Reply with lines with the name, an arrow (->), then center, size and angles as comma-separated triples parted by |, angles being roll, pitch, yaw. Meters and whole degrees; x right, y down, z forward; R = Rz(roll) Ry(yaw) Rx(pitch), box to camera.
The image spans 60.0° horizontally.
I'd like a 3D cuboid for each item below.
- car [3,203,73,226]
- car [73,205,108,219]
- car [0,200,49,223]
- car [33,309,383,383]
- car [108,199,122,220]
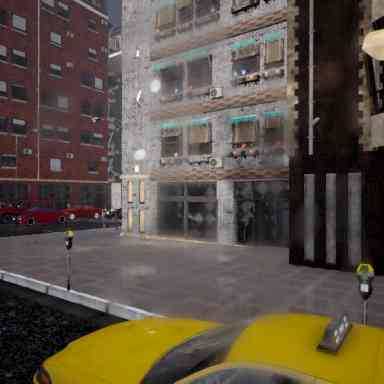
car -> -12.004, 1.851, 26.174 | 1.994, 1.385, 4.181 | 0, -1, 35
car -> -10.854, 1.924, 32.288 | 1.887, 1.381, 4.507 | -1, -2, 35
car -> -14.151, 1.591, 27.650 | 2.192, 1.841, 5.009 | -1, -2, 35
car -> 0.736, 1.525, 2.350 | 4.829, 1.417, 1.752 | 0, 0, 36
car -> -6.448, 1.682, 33.995 | 2.150, 2.045, 5.566 | 0, -1, 35
